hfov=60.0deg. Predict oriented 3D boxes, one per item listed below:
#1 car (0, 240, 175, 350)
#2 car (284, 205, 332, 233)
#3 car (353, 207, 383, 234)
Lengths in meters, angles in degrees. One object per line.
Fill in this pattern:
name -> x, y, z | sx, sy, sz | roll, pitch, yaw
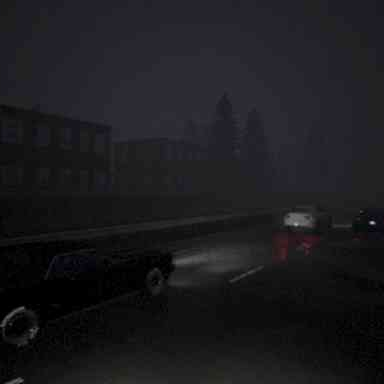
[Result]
car -> -2.392, 1.588, 6.350 | 1.895, 1.301, 4.718 | 0, 0, 35
car -> 6.902, 1.490, 19.689 | 1.812, 1.442, 4.674 | 0, 0, 35
car -> 10.233, 1.531, 18.358 | 1.994, 1.385, 4.181 | 0, 0, 35
